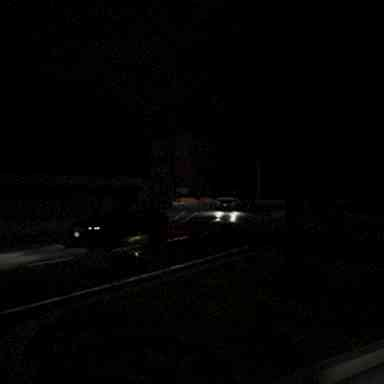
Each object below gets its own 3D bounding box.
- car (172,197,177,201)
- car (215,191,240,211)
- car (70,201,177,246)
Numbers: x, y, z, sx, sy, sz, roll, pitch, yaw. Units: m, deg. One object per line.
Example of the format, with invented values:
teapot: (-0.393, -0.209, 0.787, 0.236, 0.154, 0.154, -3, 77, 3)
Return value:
car: (-4.607, 1.045, 57.036, 1.882, 1.535, 5.008, 0, 0, -41)
car: (4.019, 0.940, 36.531, 2.150, 2.045, 5.566, 1, 1, 13)
car: (-3.076, 1.378, 14.988, 2.128, 1.511, 4.902, 1, 1, 36)
